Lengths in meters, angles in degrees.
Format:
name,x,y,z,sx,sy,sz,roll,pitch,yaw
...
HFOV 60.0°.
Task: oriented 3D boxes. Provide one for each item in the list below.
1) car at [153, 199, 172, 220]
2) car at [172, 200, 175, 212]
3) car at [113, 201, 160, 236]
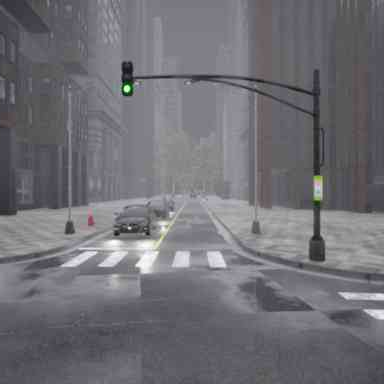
name,x,y,z,sx,sy,sz,roll,pitch,yaw
car,-3.019,1.451,28.508,1.882,1.535,5.008,0,0,0
car,-2.979,1.505,39.129,2.033,1.411,5.357,0,0,0
car,-3.058,1.491,18.421,1.837,1.490,4.892,0,0,-1
